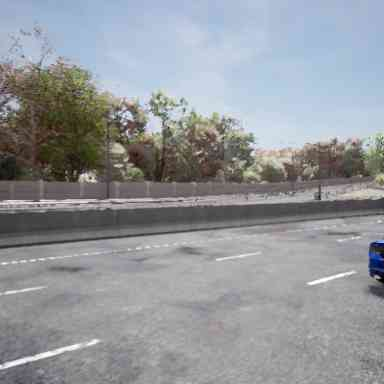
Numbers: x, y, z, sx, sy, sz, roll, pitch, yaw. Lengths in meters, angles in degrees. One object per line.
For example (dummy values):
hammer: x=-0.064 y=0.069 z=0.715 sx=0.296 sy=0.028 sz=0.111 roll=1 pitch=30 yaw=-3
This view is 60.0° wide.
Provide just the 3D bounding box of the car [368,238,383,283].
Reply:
car: x=6.373 y=1.443 z=8.288 sx=5.008 sy=1.535 sz=1.882 roll=0 pitch=0 yaw=-36
